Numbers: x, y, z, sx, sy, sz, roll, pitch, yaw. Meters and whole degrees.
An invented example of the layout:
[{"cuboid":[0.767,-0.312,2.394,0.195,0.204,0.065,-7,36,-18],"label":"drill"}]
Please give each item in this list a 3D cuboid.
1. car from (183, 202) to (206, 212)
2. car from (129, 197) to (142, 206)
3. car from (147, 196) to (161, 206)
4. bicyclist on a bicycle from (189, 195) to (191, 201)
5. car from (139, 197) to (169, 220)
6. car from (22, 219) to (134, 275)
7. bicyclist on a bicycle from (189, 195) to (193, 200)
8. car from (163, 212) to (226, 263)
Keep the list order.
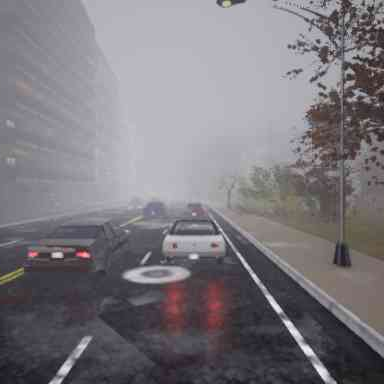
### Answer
[{"cuboid":[0.199,1.559,28.297,1.812,1.442,4.674,0,0,1],"label":"car"},{"cuboid":[-9.708,1.555,58.142,1.882,1.535,5.008,0,0,-1],"label":"car"},{"cuboid":[-6.455,1.553,57.092,1.882,1.535,5.008,0,0,-1],"label":"car"},{"cuboid":[-0.554,1.567,93.095,0.582,1.620,1.656,0,0,-4],"label":"bicyclist on a bicycle"},{"cuboid":[-3.044,1.511,28.823,1.882,1.535,5.008,0,0,1],"label":"car"},{"cuboid":[-3.180,1.559,10.445,2.033,1.411,5.357,0,0,1],"label":"car"},{"cuboid":[0.012,1.546,84.033,0.866,1.612,1.509,0,0,-3],"label":"bicyclist on a bicycle"},{"cuboid":[0.096,1.614,11.997,1.895,1.301,4.718,0,0,1],"label":"car"}]
